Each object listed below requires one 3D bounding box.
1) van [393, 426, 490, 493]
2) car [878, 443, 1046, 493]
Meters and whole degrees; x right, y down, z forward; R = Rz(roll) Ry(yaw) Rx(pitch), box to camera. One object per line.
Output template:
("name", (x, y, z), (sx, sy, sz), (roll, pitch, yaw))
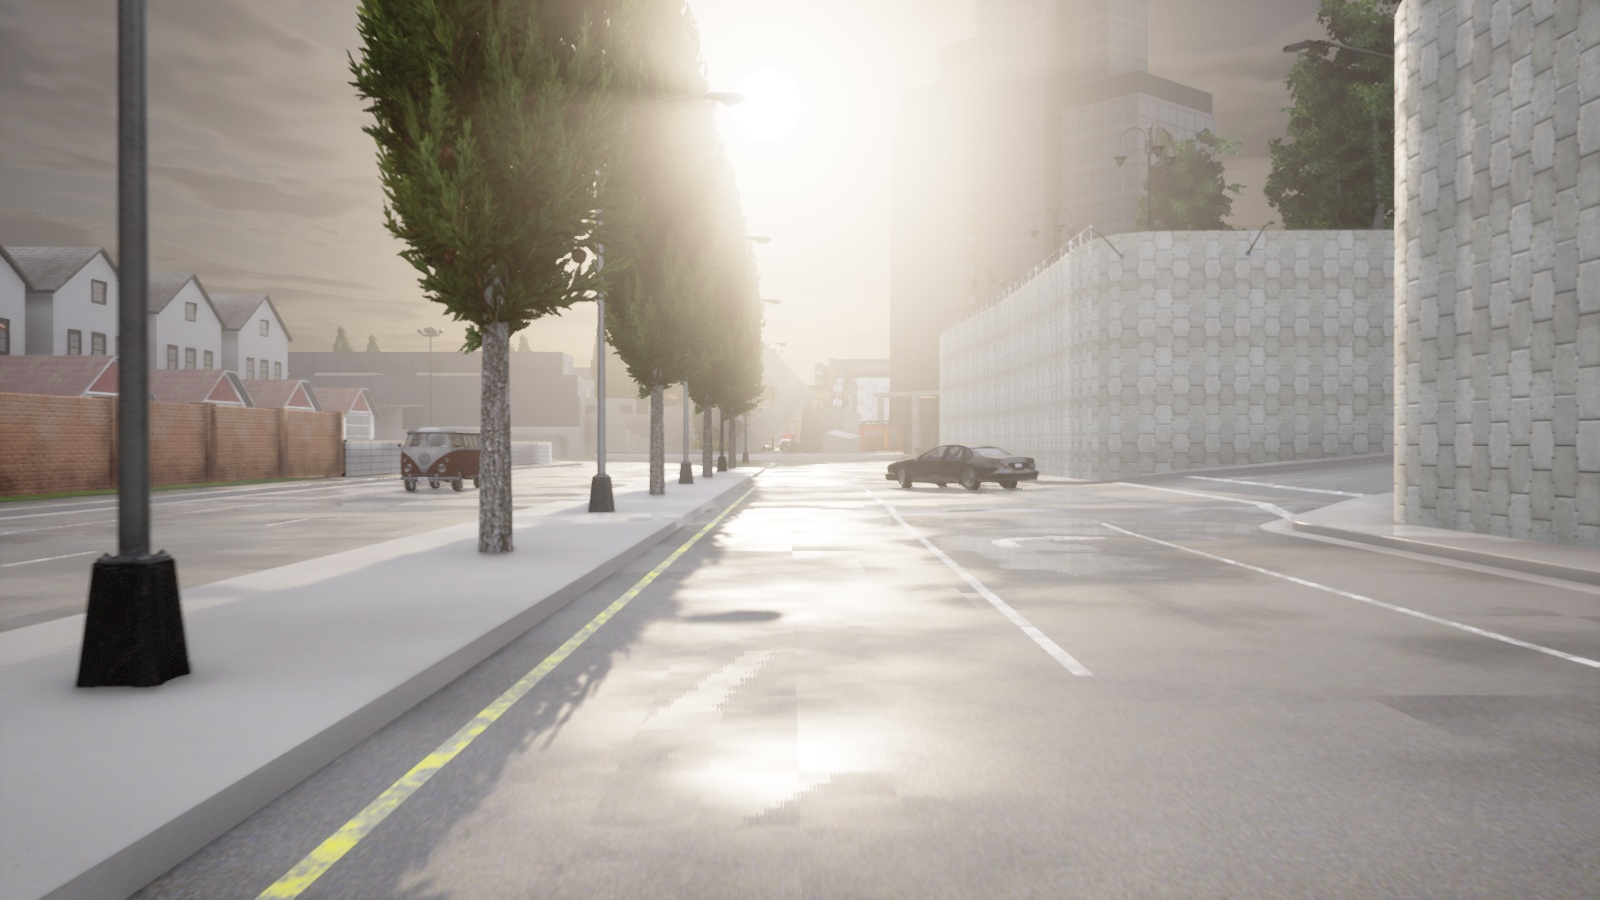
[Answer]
("van", (-11.259, 0.266, 39.707), (1.775, 1.987, 4.442), (0, 0, 0))
("car", (4.922, 0.513, 38.975), (2.033, 1.411, 5.357), (-1, 1, -36))
